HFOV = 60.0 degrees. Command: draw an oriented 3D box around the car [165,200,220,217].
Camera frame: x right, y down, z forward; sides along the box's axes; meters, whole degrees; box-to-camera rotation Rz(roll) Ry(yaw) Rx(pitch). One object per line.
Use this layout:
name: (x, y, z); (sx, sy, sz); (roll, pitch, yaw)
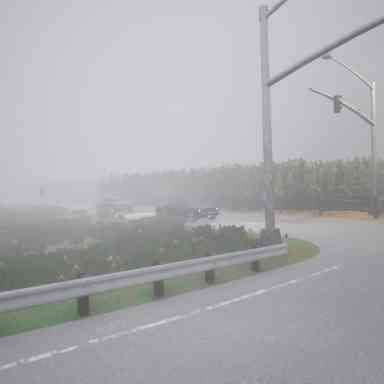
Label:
car: (-0.370, 1.180, 22.021); (1.895, 1.301, 4.718); (-3, 2, -41)

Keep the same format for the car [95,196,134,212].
car: (-7.036, 1.124, 29.821); (1.837, 1.490, 4.892); (-3, 2, -40)
